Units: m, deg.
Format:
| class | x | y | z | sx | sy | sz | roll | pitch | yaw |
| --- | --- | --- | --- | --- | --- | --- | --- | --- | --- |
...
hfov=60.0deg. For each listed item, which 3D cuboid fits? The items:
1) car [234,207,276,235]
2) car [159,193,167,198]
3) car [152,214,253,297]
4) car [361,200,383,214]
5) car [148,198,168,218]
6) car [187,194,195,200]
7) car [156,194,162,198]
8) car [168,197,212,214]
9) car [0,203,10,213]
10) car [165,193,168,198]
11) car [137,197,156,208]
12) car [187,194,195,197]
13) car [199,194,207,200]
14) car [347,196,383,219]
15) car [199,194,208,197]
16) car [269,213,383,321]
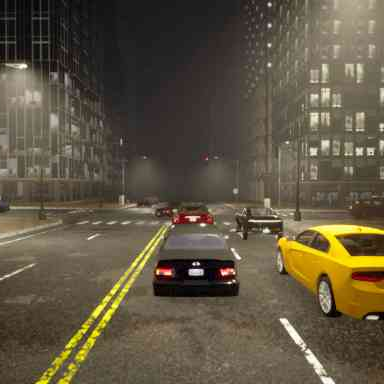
| class | x | y | z | sx | sy | sz | roll | pitch | yaw |
| --- | --- | --- | --- | --- | --- | --- | --- | --- | --- |
| car | 3.277 | 1.482 | 16.864 | 2.128 | 1.511 | 4.902 | 0 | 0 | 1 |
| car | -6.778 | 1.504 | 67.556 | 1.994 | 1.385 | 4.181 | 0 | 0 | 0 |
| car | 0.066 | 1.543 | 8.719 | 2.033 | 1.411 | 5.357 | 0 | 0 | 0 |
| car | 21.669 | 1.641 | 36.960 | 4.829 | 1.417 | 1.752 | 1 | 0 | 1 |
| car | -1.103 | 1.524 | 29.116 | 1.882 | 1.535 | 5.008 | 0 | 0 | 41 |
| car | -0.345 | 1.291 | 89.797 | 1.994 | 1.385 | 4.181 | 0 | 0 | 0 |
| car | -6.795 | 1.554 | 57.551 | 1.895 | 1.301 | 4.718 | 0 | 0 | 0 |
| car | 0.033 | 1.342 | 18.034 | 2.097 | 1.767 | 4.553 | 0 | 0 | 0 |
| car | -20.035 | 1.316 | 31.696 | 5.008 | 1.535 | 1.882 | 1 | 1 | 1 |
| car | -6.801 | 1.150 | 78.305 | 2.150 | 2.045 | 5.566 | 0 | 0 | 0 |
| car | -6.785 | 1.565 | 48.378 | 1.895 | 1.301 | 4.718 | 0 | 0 | 0 |
| car | -0.306 | 1.466 | 79.761 | 1.994 | 1.385 | 4.181 | 0 | 0 | 0 |
| car | 2.905 | 1.291 | 89.808 | 1.994 | 1.385 | 4.181 | 0 | 0 | 0 |
| car | 16.092 | 1.518 | 28.652 | 5.009 | 1.841 | 2.192 | 1 | 0 | 1 |
| car | 2.945 | 1.269 | 79.743 | 2.097 | 1.767 | 4.553 | 0 | 0 | 0 |
| car | 3.323 | 1.474 | 7.447 | 1.882 | 1.535 | 5.008 | 0 | 0 | 0 |
